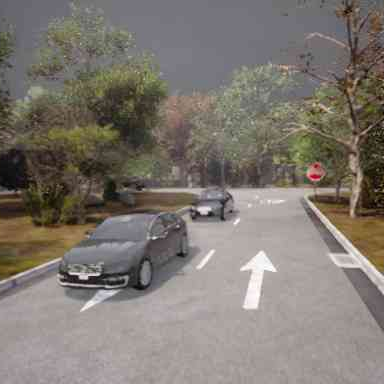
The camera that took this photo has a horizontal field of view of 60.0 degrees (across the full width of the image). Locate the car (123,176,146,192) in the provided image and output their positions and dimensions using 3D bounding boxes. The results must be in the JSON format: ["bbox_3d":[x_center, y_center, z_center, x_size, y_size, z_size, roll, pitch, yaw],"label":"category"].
[{"bbox_3d":[-8.900,-1.120,44.136,5.566,2.045,2.150,0,3,13],"label":"car"}]

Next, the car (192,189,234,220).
[{"bbox_3d":[1.220,0.607,18.841,2.128,1.511,4.902,-1,4,15],"label":"car"}]

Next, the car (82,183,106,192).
[{"bbox_3d":[-12.923,-0.553,41.639,4.718,1.301,1.895,0,3,15],"label":"car"}]

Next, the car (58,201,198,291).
[{"bbox_3d":[-1.473,1.281,8.838,1.837,1.490,4.892,-1,3,16],"label":"car"}]
